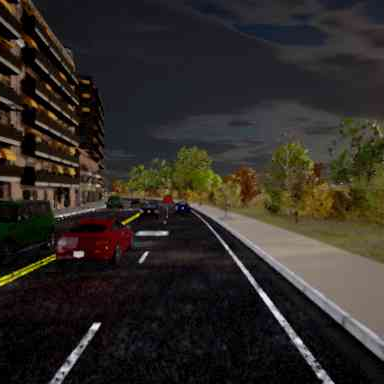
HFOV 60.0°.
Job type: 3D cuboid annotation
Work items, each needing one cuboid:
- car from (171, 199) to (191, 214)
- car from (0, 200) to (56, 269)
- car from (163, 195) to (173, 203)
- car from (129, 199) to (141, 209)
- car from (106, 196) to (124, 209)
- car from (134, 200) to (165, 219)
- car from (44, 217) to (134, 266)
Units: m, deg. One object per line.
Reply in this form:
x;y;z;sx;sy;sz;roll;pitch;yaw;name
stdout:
-1.190;1.843;40.161;1.994;1.385;4.181;0;0;-4;car
-6.722;1.321;11.850;2.150;2.045;5.566;0;0;-1;car
-6.073;1.774;83.047;2.150;2.045;5.566;0;0;-9;car
-8.937;1.886;53.303;1.837;1.490;4.892;0;0;-5;car
-12.147;1.610;52.797;2.150;2.045;5.566;0;0;-5;car
-3.920;1.778;31.708;2.033;1.411;5.357;0;0;-3;car
-3.270;1.618;11.802;1.812;1.442;4.674;0;0;-1;car
